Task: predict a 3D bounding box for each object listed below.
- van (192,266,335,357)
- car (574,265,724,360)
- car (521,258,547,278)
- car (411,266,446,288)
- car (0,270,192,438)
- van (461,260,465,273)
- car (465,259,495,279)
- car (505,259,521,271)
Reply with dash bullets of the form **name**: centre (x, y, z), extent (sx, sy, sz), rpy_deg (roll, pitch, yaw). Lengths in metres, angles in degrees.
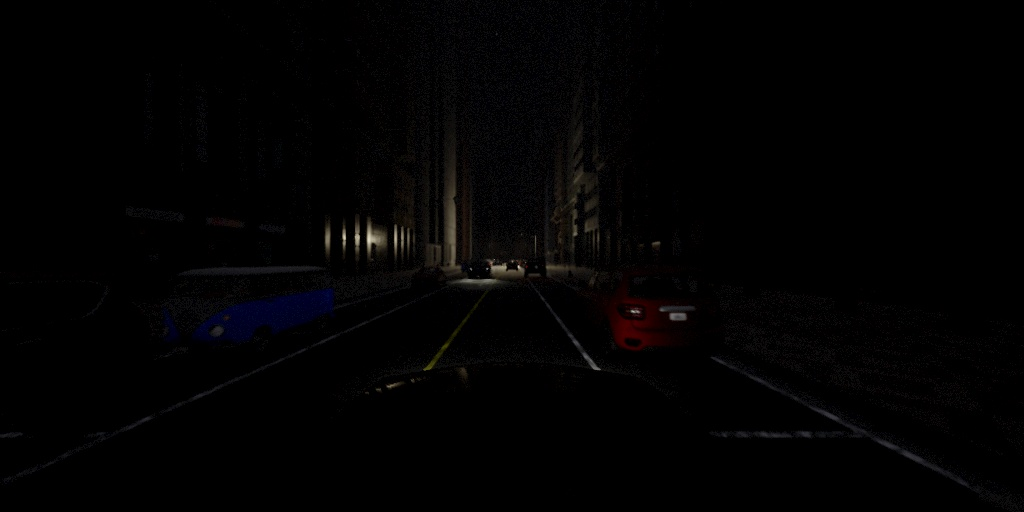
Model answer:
- **van**: centre (-5.761, 1.127, 8.326), extent (1.690, 1.789, 3.998), rpy_deg (0, 0, 0)
- **car**: centre (2.764, 1.102, 8.339), extent (2.192, 1.841, 5.009), rpy_deg (0, 0, 0)
- **car**: centre (2.400, 1.191, 37.871), extent (2.150, 2.045, 5.566), rpy_deg (0, 0, 0)
- **car**: centre (-5.759, 1.430, 25.236), extent (1.888, 1.381, 4.507), rpy_deg (0, 0, 0)
- **car**: centre (-5.762, 1.070, 2.690), extent (2.192, 1.841, 5.009), rpy_deg (0, 0, 0)
- **van**: centre (-5.755, 1.364, 47.782), extent (1.690, 1.789, 3.998), rpy_deg (0, 0, 0)
- **car**: centre (-3.086, 1.298, 35.264), extent (2.097, 1.767, 4.553), rpy_deg (0, 0, 0)
- **car**: centre (0.009, 1.595, 55.149), extent (1.812, 1.442, 4.674), rpy_deg (0, 0, 0)
